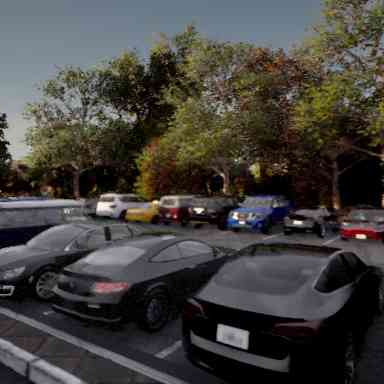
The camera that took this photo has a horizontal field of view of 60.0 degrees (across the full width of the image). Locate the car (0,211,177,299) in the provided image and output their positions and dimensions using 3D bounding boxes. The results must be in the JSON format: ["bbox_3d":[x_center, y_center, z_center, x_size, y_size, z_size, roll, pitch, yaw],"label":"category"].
[{"bbox_3d":[-2.833,1.506,8.575,2.231,1.521,4.892,0,0,35],"label":"car"}]

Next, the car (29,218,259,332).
[{"bbox_3d":[-0.548,1.550,6.952,2.002,1.452,4.674,0,0,35],"label":"car"}]

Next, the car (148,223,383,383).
[{"bbox_3d":[1.765,1.541,5.359,2.163,1.488,4.792,0,0,35],"label":"car"}]

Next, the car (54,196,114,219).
[{"bbox_3d":[-9.394,1.301,29.243,2.185,1.767,4.553,0,0,35],"label":"car"}]

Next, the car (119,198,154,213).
[{"bbox_3d":[-2.500,1.459,24.568,1.946,1.575,5.366,0,0,35],"label":"car"}]

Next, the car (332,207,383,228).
[{"bbox_3d":[8.722,1.529,16.387,2.163,1.488,4.792,0,0,35],"label":"car"}]

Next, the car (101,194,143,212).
[{"bbox_3d":[-4.858,1.199,26.039,2.435,2.045,5.566,0,0,35],"label":"car"}]

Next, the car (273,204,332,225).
[{"bbox_3d":[6.481,1.526,18.039,2.163,1.488,4.792,0,0,35],"label":"car"}]

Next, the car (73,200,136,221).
[{"bbox_3d":[-7.160,1.468,27.593,2.163,1.488,4.792,0,0,35],"label":"car"}]

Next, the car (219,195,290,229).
[{"bbox_3d":[4.181,1.240,19.591,2.435,2.045,5.566,0,0,35],"label":"car"}]

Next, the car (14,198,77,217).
[{"bbox_3d":[-14.054,1.401,32.266,1.946,1.575,5.366,0,0,35],"label":"car"}]

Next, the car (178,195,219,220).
[{"bbox_3d":[1.945,1.233,21.239,2.435,2.045,5.566,0,0,35],"label":"car"}]

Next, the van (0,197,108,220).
[{"bbox_3d":[-5.063,1.274,10.284,1.878,1.987,4.442,0,0,35],"label":"van"}]

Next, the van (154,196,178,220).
[{"bbox_3d":[-0.272,1.247,22.911,1.878,1.987,4.442,0,0,35],"label":"van"}]

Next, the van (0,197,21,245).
[{"bbox_3d":[-9.643,1.251,13.515,1.878,1.987,4.442,0,0,35],"label":"van"}]
